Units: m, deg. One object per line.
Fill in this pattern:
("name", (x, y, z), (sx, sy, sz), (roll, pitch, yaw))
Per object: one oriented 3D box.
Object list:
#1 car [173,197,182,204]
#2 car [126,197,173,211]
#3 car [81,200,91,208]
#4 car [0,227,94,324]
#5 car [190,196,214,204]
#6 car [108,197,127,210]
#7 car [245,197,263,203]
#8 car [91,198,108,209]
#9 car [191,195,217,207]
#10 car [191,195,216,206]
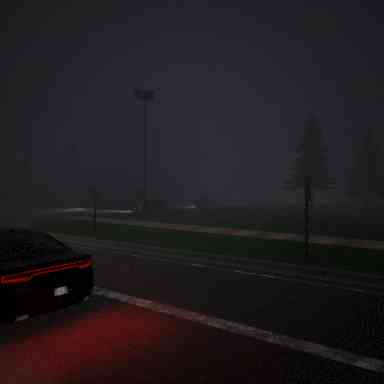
("car", (-3.950, 1.601, 61.135), (1.895, 1.301, 4.718), (0, 0, 35))
("car", (-5.134, 1.547, 41.189), (2.033, 1.411, 5.357), (0, 0, 35))
("car", (-13.620, 1.563, 47.384), (1.994, 1.385, 4.181), (0, 0, 34))
("car", (-4.162, 1.478, 6.935), (5.008, 1.535, 1.882), (0, 0, 36))
("car", (2.011, 1.547, 63.514), (2.033, 1.411, 5.357), (0, 0, 35))
("car", (-8.157, 1.526, 42.938), (1.812, 1.442, 4.674), (0, 0, 34))
("car", (12.160, 1.601, 65.715), (1.895, 1.301, 4.718), (0, 0, 35))
("car", (-10.722, 1.491, 45.409), (2.128, 1.511, 4.902), (0, 0, 35))
("car", (2.156, 1.564, 51.575), (1.994, 1.385, 4.181), (0, 0, 35))
("car", (2.068, 1.352, 57.530), (2.097, 1.767, 4.553), (0, 0, 35))
